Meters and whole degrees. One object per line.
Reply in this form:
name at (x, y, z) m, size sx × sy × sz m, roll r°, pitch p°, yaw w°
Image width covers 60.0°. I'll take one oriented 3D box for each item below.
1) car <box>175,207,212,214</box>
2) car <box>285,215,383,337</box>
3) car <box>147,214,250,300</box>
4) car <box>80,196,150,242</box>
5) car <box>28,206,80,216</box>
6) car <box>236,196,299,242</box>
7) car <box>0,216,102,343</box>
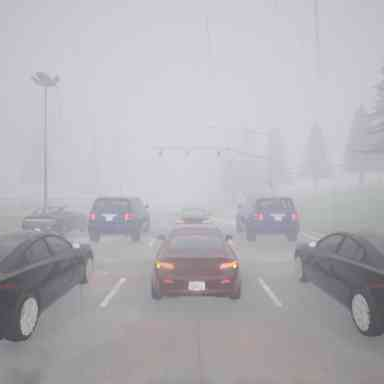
car at (0.069, 1.511, 17.366) m, size 1.812 × 1.442 × 4.674 m, roll 0°, pitch 0°, yaw 0°
car at (3.587, 1.472, 6.666) m, size 1.882 × 1.535 × 5.008 m, roll 0°, pitch 0°, yaw 0°
car at (0.085, 1.518, 8.269) m, size 1.812 × 1.442 × 4.674 m, roll 0°, pitch 0°, yaw 0°
car at (-3.433, 1.207, 16.496) m, size 2.150 × 2.045 × 5.566 m, roll 0°, pitch 0°, yaw 0°
car at (-6.935, 1.476, 17.276) m, size 2.128 × 1.511 × 4.902 m, roll 0°, pitch 0°, yaw 0°
car at (3.574, 1.207, 16.531) m, size 2.150 × 2.045 × 5.566 m, roll 0°, pitch 0°, yaw 0°
car at (-3.412, 1.472, 6.466) m, size 1.882 × 1.535 × 5.008 m, roll 0°, pitch 0°, yaw 0°
